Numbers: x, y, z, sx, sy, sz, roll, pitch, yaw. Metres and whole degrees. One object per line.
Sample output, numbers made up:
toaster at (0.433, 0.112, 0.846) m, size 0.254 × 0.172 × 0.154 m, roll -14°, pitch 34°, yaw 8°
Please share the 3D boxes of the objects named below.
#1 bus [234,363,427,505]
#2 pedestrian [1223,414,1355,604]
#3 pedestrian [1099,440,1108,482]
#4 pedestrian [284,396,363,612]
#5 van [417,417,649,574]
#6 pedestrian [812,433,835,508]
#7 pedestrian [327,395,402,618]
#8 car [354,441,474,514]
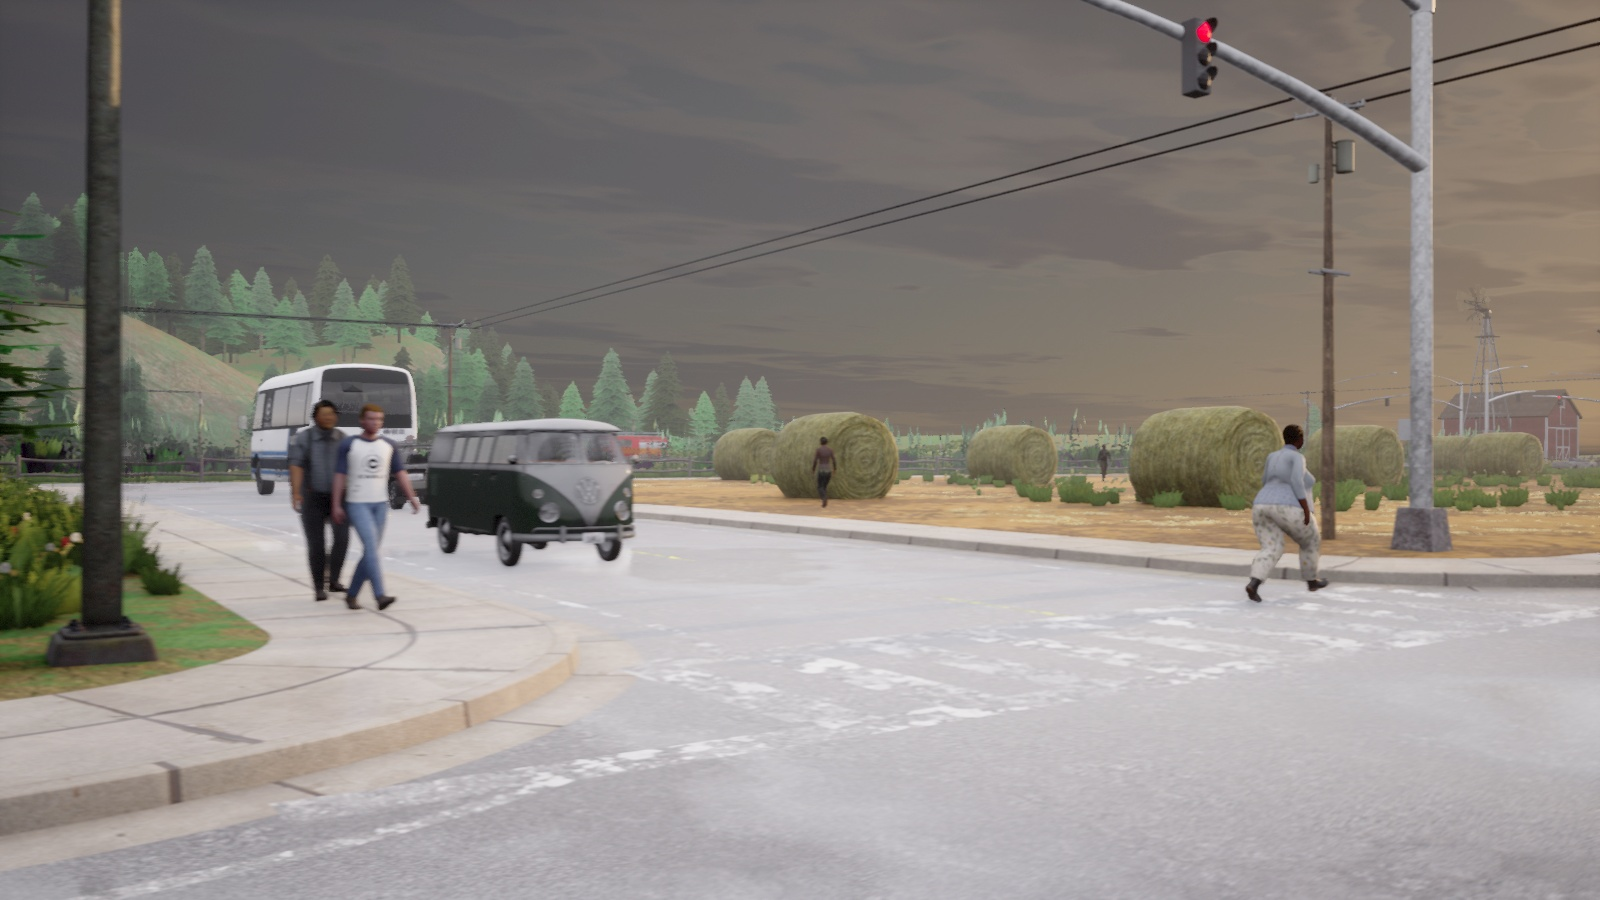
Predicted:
bus at (-16.310, -0.459, 42.954) m, size 3.944 × 4.253 × 10.273 m, roll 0°, pitch 0°, yaw -34°
pedestrian at (4.999, 0.576, 12.864) m, size 0.900 × 1.855 × 0.874 m, roll 0°, pitch 0°, yaw -24°
pedestrian at (14.286, 0.520, 59.119) m, size 0.395 × 1.930 × 0.692 m, roll 0°, pitch 0°, yaw 10°
pedestrian at (-4.256, 0.465, 11.199) m, size 0.540 × 1.848 × 0.694 m, roll 0°, pitch 0°, yaw -31°
van at (-3.999, 0.580, 18.212) m, size 1.775 × 1.987 × 4.442 m, roll 0°, pitch 0°, yaw -34°
pedestrian at (0.565, 0.487, 30.396) m, size 0.328 × 1.805 × 0.869 m, roll 0°, pitch 0°, yaw -16°
pedestrian at (-3.721, 0.462, 10.716) m, size 0.354 × 1.836 × 0.706 m, roll 0°, pitch 0°, yaw -41°
car at (-10.662, 0.702, 34.493) m, size 1.932 × 1.855 × 4.605 m, roll 0°, pitch 0°, yaw -33°
